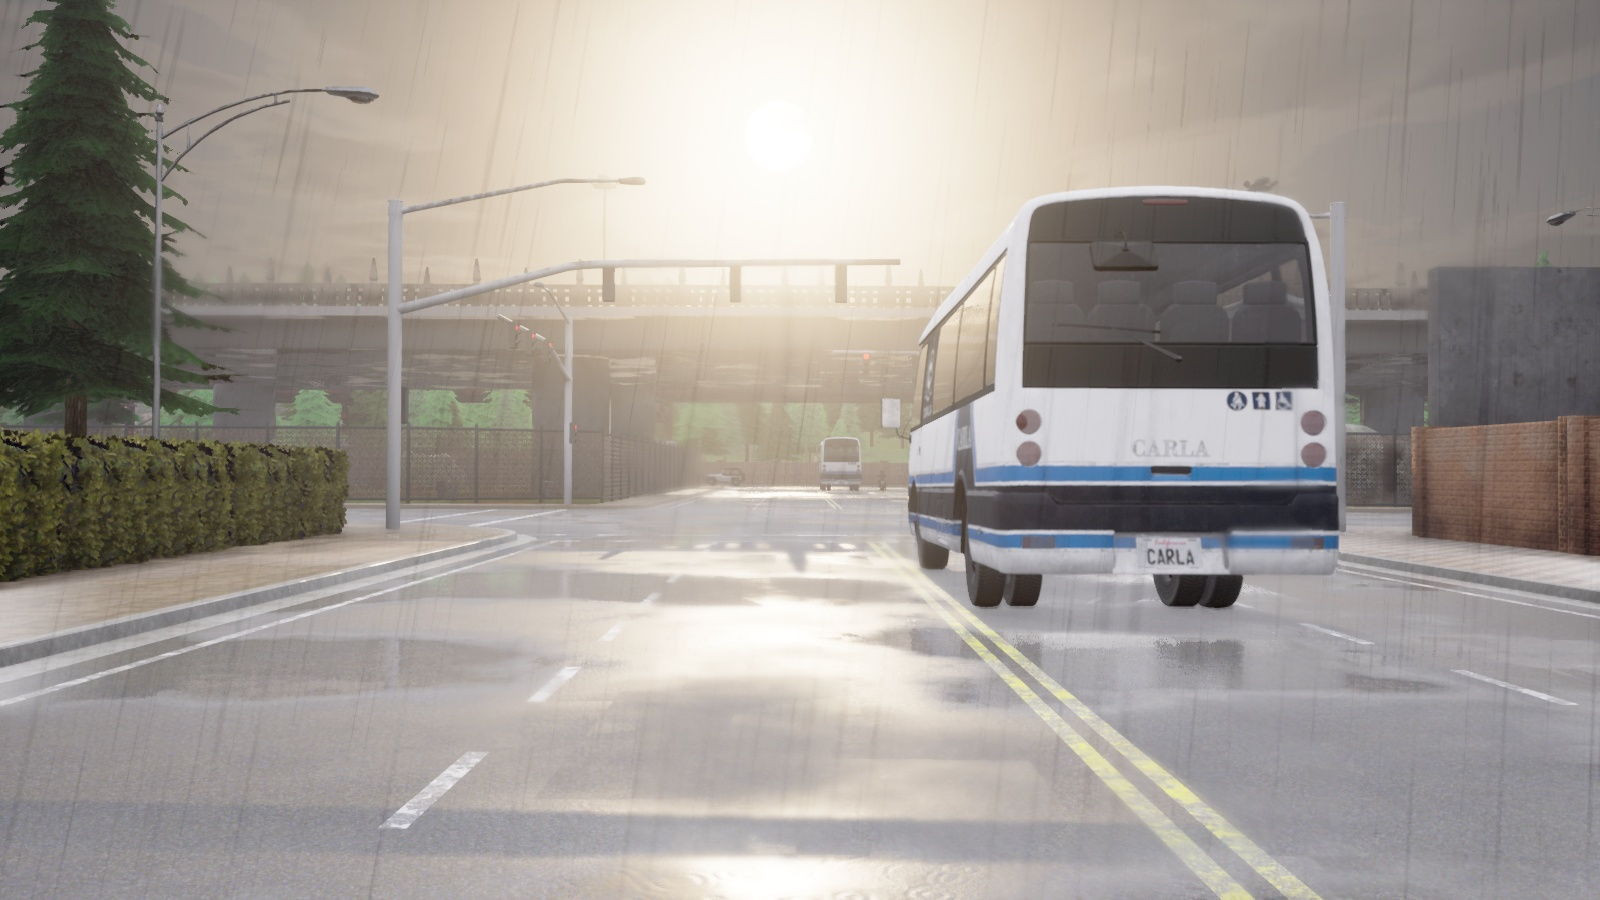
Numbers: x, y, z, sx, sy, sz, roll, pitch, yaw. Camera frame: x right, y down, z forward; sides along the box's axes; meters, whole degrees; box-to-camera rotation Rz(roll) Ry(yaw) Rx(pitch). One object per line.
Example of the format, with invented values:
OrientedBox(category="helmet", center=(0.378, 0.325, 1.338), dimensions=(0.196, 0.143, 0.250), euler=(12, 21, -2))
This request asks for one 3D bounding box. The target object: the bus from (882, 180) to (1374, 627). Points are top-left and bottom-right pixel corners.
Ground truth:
OrientedBox(category="bus", center=(3.450, -0.290, 17.115), dimensions=(3.944, 4.253, 10.273), euler=(0, -2, 0))
